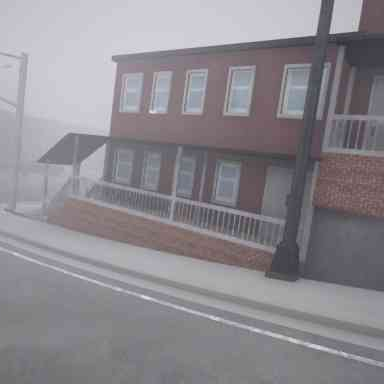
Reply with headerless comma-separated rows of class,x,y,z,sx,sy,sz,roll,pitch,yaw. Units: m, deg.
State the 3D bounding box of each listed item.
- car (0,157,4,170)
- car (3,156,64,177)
car,-21.320,-3.053,34.822,2.128,1.511,4.902,11,7,35
car,-16.450,-2.755,35.599,2.150,2.045,5.566,11,7,35
